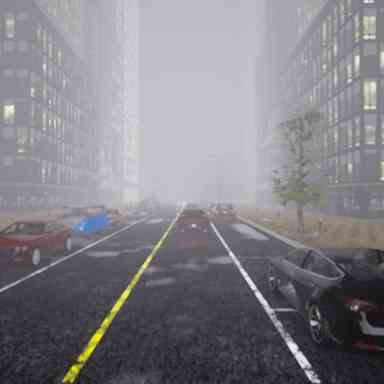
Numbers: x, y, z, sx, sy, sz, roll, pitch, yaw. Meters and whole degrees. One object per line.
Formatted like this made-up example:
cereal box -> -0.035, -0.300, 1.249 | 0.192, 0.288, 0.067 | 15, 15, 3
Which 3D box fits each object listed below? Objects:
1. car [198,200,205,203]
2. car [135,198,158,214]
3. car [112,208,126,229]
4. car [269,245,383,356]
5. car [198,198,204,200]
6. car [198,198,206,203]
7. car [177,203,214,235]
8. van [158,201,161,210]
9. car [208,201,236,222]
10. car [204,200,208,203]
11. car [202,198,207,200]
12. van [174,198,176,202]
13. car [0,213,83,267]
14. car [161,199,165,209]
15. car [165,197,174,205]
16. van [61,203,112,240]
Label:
car -> 0.095, 1.903, 37.974 | 1.994, 1.385, 4.181 | 0, 0, 0
car -> -5.692, 1.800, 40.332 | 1.967, 1.590, 4.097 | 0, 0, 0
car -> -5.690, 1.792, 23.256 | 1.802, 1.307, 4.206 | 0, -1, 0
car -> 2.692, 1.623, 6.168 | 1.947, 1.339, 4.313 | 0, -1, 0
car -> 2.685, 2.091, 74.469 | 1.967, 1.590, 4.097 | 0, 0, 0
car -> 2.683, 2.345, 91.544 | 2.008, 1.369, 4.403 | 0, 0, 0
car -> 0.096, 1.660, 20.144 | 1.882, 1.535, 5.008 | 0, -1, 0
van -> -5.692, 1.750, 46.026 | 1.690, 1.788, 3.998 | 0, 0, 0
car -> 2.691, 1.701, 28.935 | 1.967, 1.590, 4.097 | 0, -1, 0
car -> 2.688, 1.941, 40.318 | 1.802, 1.307, 4.206 | 0, 0, 0
car -> 2.688, 1.935, 46.181 | 1.752, 1.417, 4.829 | 0, 0, 0
van -> -5.696, 2.088, 85.869 | 1.690, 1.788, 3.998 | 0, 0, 0
car -> -5.689, 1.654, 11.872 | 1.887, 1.381, 4.507 | 0, -1, 0
car -> -5.693, 2.023, 51.716 | 1.947, 1.339, 4.313 | 0, 0, 0
car -> -5.696, 2.175, 74.313 | 1.752, 1.417, 4.829 | 0, 0, 0
van -> -5.689, 1.501, 17.566 | 1.690, 1.788, 3.998 | 0, -1, 0
